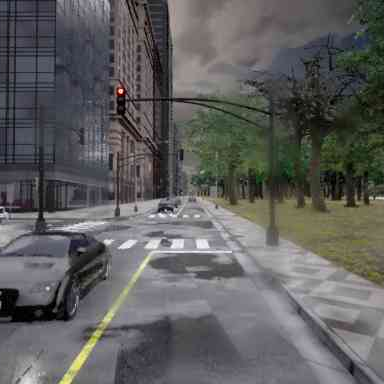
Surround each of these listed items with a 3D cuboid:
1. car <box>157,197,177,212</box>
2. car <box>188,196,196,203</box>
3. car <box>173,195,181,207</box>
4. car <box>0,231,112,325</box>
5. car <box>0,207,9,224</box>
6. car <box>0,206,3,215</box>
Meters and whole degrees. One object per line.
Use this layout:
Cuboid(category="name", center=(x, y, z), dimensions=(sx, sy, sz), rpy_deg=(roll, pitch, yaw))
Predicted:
Cuboid(category="car", center=(-3.082, 1.627, 39.411), dimensions=(2.033, 1.411, 5.357), rpy_deg=(0, 0, -4))
Cuboid(category="car", center=(0.091, 1.774, 79.422), dimensions=(2.128, 1.511, 4.902), rpy_deg=(0, 0, 0))
Cuboid(category="car", center=(-3.040, 1.624, 49.544), dimensions=(1.837, 1.490, 4.892), rpy_deg=(0, 0, 0))
Cuboid(category="car", center=(-3.098, 1.569, 7.152), dimensions=(1.994, 1.385, 4.181), rpy_deg=(0, 0, 0))
Cuboid(category="car", center=(-15.008, 1.221, 21.546), dimensions=(5.566, 2.045, 2.150), rpy_deg=(0, -2, 0))
Cuboid(category="car", center=(-13.523, 1.368, 18.882), dimensions=(4.097, 1.590, 1.967), rpy_deg=(0, -2, -1))
